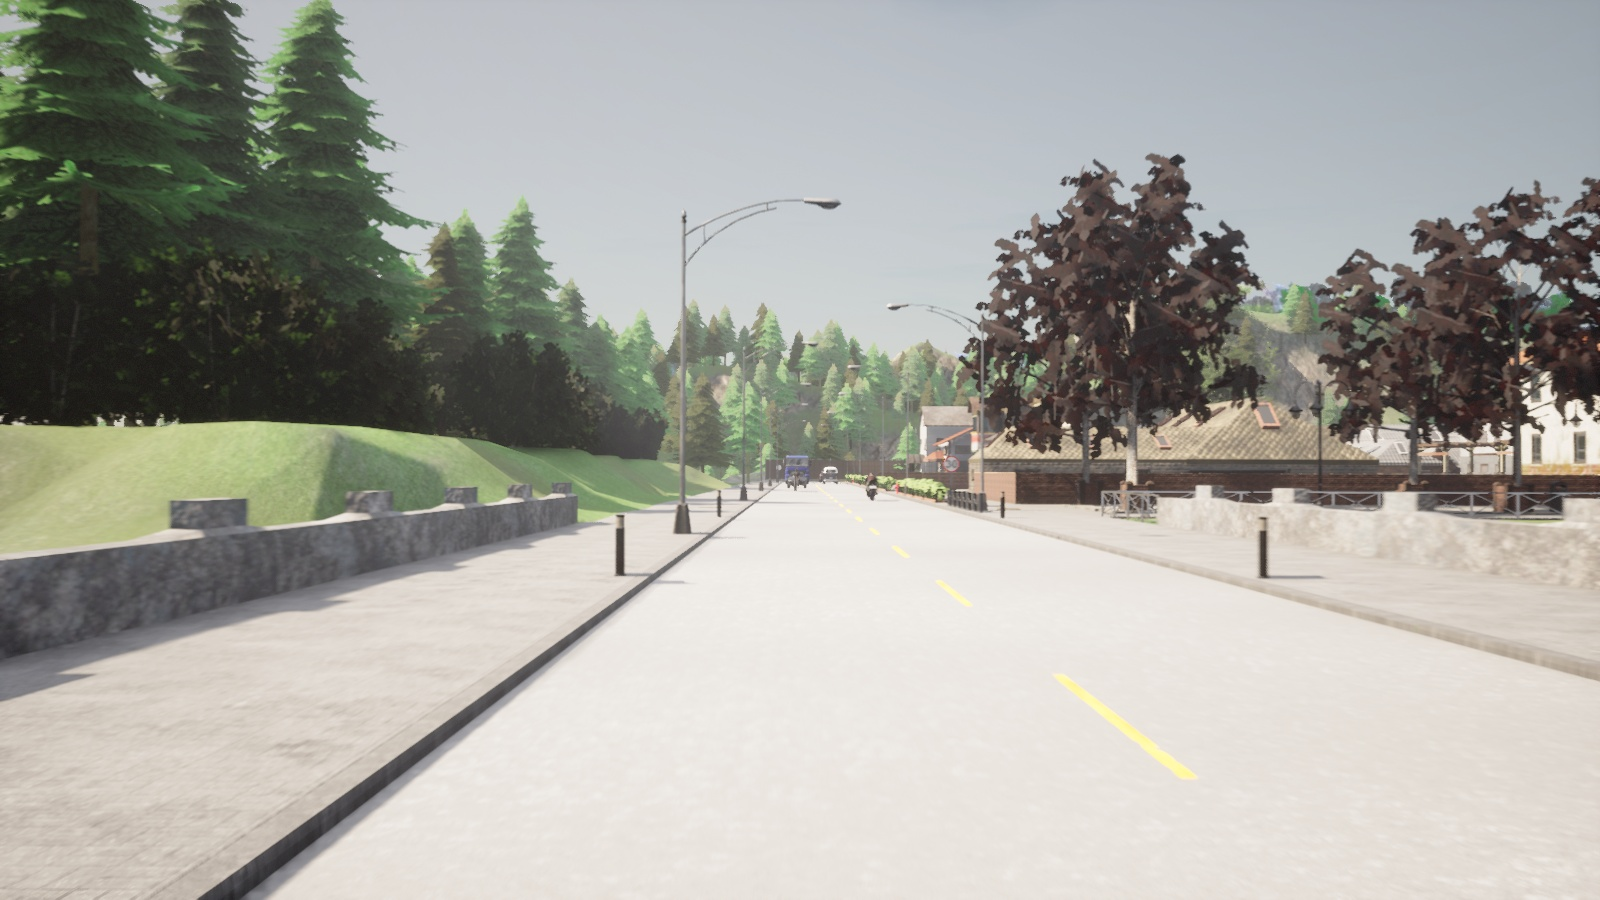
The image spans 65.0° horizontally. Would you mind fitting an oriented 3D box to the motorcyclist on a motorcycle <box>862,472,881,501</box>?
[{"bbox_3d":[3.837,1.957,67.318,0.866,1.530,2.191,0,-1,0],"label":"motorcyclist on a motorcycle"}]
